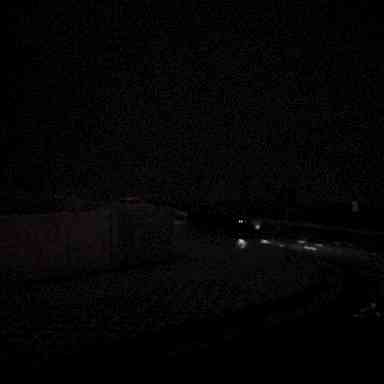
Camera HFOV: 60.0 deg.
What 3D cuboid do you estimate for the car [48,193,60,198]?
[{"bbox_3d":[-23.315,0.787,57.071,2.033,1.411,5.357,1,0,-36],"label":"car"}]

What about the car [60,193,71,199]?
[{"bbox_3d":[-17.585,0.898,49.115,1.812,1.442,4.674,1,0,-36],"label":"car"}]

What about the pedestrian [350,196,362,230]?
[{"bbox_3d":[8.678,1.076,17.641,0.375,1.860,0.375,1,-1,-36],"label":"pedestrian"}]

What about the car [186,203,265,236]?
[{"bbox_3d":[1.619,1.330,17.404,2.128,1.511,4.902,1,0,-36],"label":"car"}]

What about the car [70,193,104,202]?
[{"bbox_3d":[-10.620,1.041,34.425,1.882,1.535,5.008,1,0,-36],"label":"car"}]

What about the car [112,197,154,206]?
[{"bbox_3d":[-4.614,1.177,26.058,1.882,1.535,5.008,1,0,-36],"label":"car"}]
